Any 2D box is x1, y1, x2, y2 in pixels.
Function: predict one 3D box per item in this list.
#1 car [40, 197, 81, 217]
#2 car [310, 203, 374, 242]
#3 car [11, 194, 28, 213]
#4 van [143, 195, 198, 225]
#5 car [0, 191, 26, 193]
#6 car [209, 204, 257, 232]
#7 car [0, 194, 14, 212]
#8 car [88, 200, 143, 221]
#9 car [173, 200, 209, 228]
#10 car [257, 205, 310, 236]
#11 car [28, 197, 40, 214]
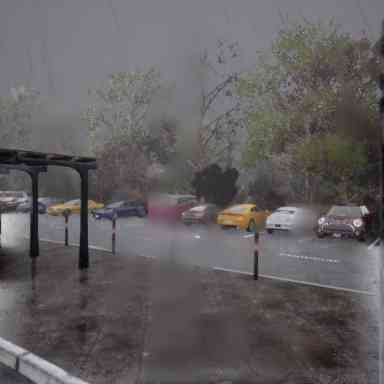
[{"bbox_3d":[-10.295,1.323,29.742,1.946,1.575,5.366,1,0,35],"label":"car"},{"bbox_3d":[7.952,1.402,17.085,2.185,1.767,4.553,1,0,35],"label":"car"},{"bbox_3d":[-14.713,1.277,33.106,2.231,1.521,4.892,1,0,35],"label":"car"},{"bbox_3d":[-1.059,1.199,23.571,1.878,1.987,4.442,1,0,35],"label":"van"},{"bbox_3d":[-21.527,0.950,37.889,2.435,2.045,5.566,1,0,35],"label":"car"},{"bbox_3d":[3.400,1.476,20.264,2.097,1.535,5.008,1,0,35],"label":"car"},{"bbox_3d":[-16.979,1.251,34.709,2.097,1.535,5.008,1,0,35],"label":"car"},{"bbox_3d":[-5.674,1.405,26.661,2.163,1.488,4.792,1,0,35],"label":"car"},{"bbox_3d":[1.135,1.491,21.871,2.002,1.452,4.674,1,0,35],"label":"car"},{"bbox_3d":[5.666,1.541,18.663,2.002,1.452,4.674,1,0,35],"label":"car"},{"bbox_3d":[-12.436,1.330,31.521,2.163,1.488,4.792,1,0,35],"label":"car"}]
